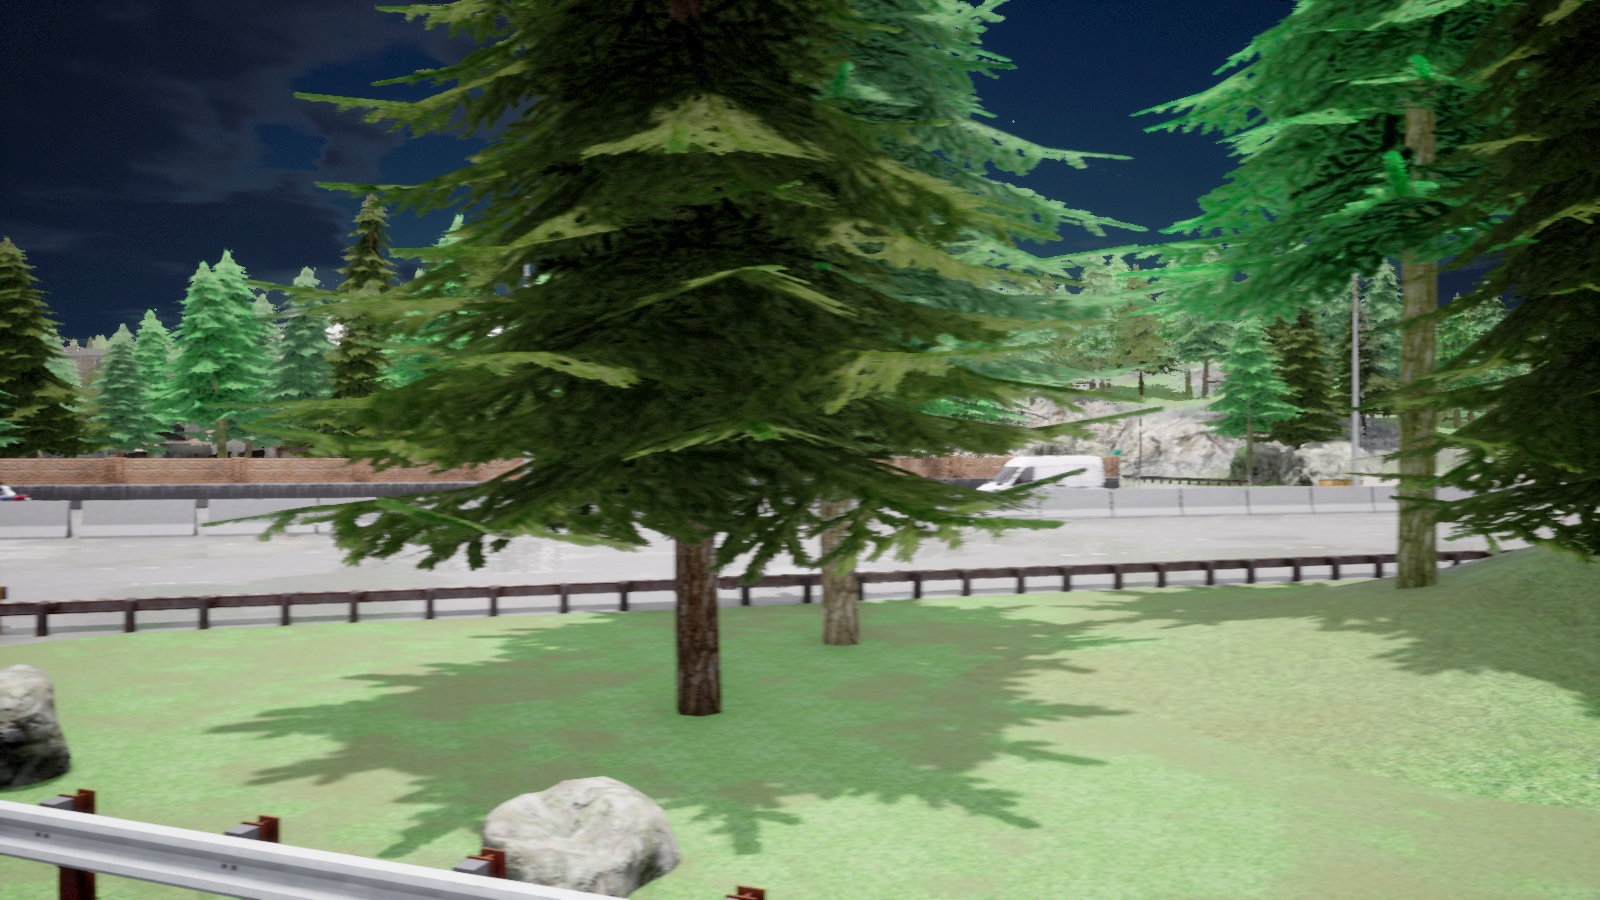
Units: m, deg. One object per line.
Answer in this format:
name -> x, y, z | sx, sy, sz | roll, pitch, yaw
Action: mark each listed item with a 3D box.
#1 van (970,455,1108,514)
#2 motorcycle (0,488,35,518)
van -> 10.819, 1.531, 51.816 | 5.915, 2.561, 1.988 | 0, 0, -18
motorcycle -> -32.512, 2.174, 46.561 | 2.033, 1.217, 0.803 | 0, -2, -10
